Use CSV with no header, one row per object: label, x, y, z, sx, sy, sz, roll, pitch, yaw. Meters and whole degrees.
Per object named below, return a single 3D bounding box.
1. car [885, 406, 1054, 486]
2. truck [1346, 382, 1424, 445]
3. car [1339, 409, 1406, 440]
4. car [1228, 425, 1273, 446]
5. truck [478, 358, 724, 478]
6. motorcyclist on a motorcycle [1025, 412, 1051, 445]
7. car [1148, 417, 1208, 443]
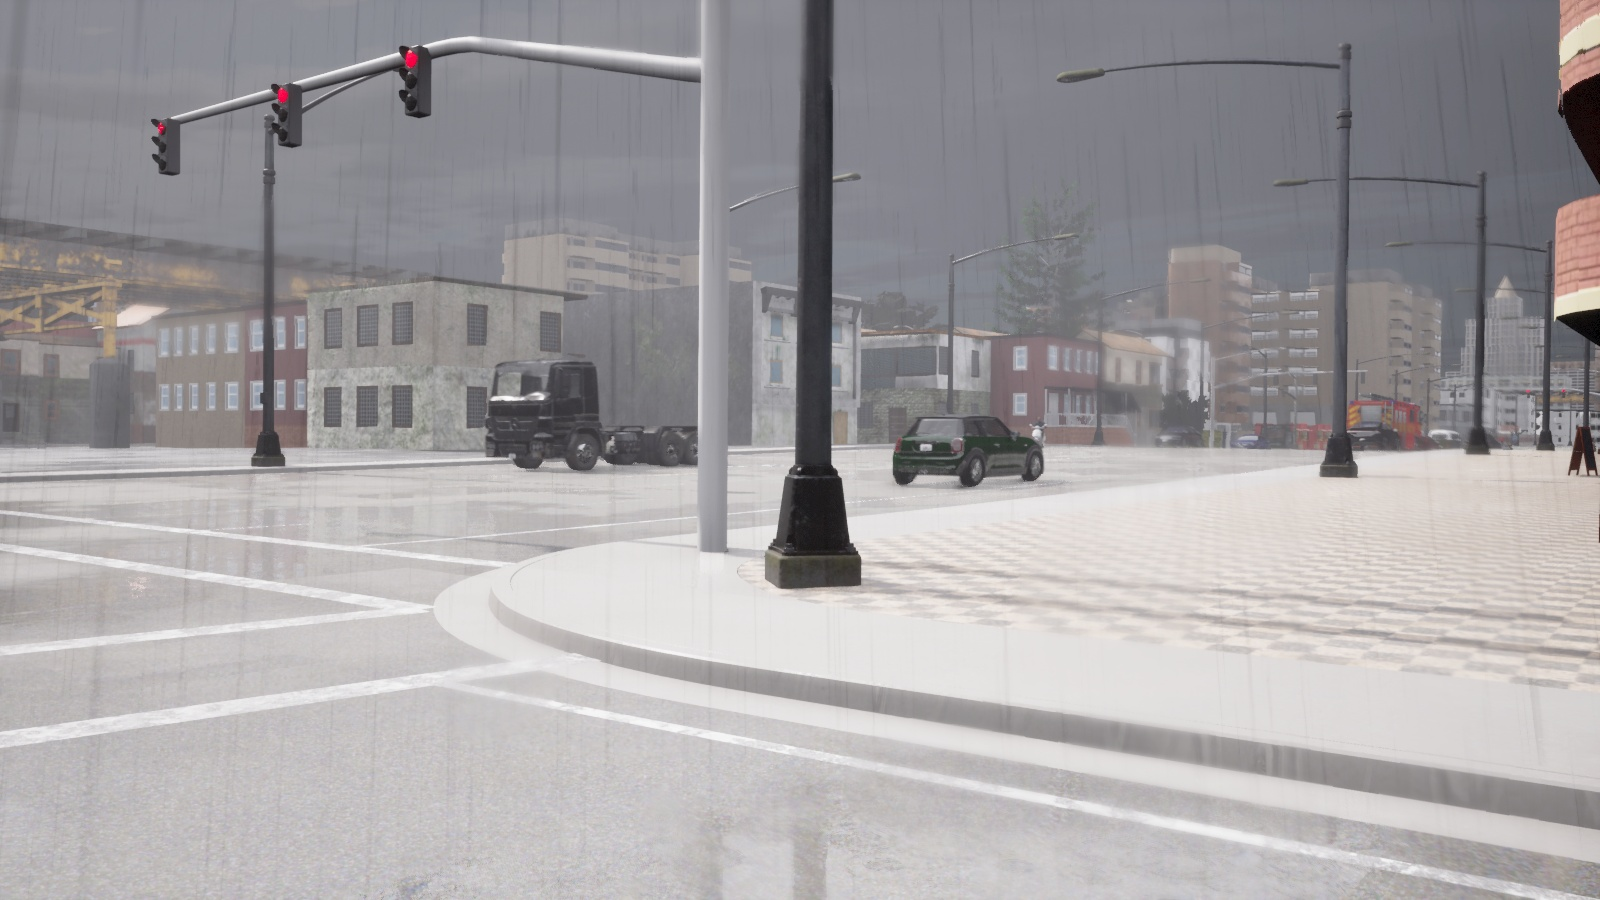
car,4.222,-0.158,30.684,2.097,1.767,4.553,0,2,37
truck,38.290,-2.275,82.023,2.891,3.827,8.468,0,-1,37
car,29.329,-1.263,64.211,2.128,1.511,4.902,0,0,37
car,33.365,-1.050,92.960,1.812,1.442,4.674,0,0,37
truck,-6.140,-1.060,40.204,2.891,3.462,7.936,0,2,37
motorcyclist on a motorcycle,11.726,-1.058,61.730,0.866,1.590,1.817,0,1,23
car,24.441,-1.268,81.042,2.128,1.511,4.902,0,-1,37
